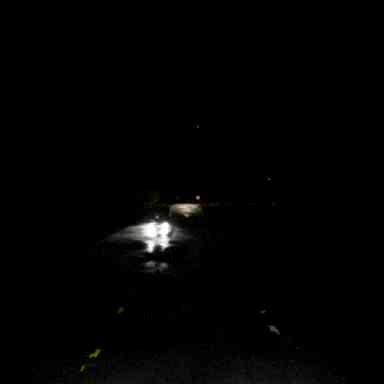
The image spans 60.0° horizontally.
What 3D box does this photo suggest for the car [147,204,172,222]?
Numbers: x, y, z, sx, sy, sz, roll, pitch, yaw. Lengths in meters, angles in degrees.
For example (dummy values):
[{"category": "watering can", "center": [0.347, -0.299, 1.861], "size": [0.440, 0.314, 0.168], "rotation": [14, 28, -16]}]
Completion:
[{"category": "car", "center": [-2.810, 1.807, 29.263], "size": [2.128, 1.511, 4.902], "rotation": [0, -1, 0]}]
